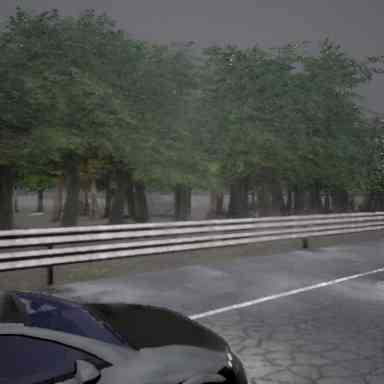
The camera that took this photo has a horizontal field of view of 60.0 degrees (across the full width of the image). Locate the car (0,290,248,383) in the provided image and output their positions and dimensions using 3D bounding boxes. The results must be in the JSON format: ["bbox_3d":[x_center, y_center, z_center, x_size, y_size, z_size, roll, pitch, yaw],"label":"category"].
[{"bbox_3d":[-1.520,1.563,2.651,4.181,1.385,1.994,1,0,-36],"label":"car"}]
